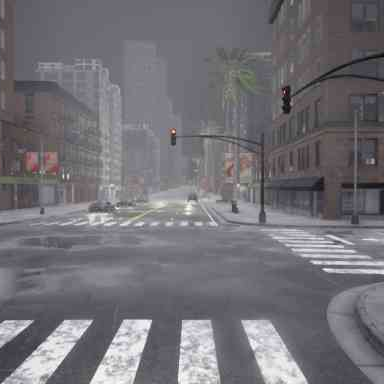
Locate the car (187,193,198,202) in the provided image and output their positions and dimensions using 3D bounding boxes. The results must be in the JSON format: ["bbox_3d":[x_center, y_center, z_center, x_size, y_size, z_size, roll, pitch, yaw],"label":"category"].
[{"bbox_3d":[0.122,1.163,71.965,2.150,2.045,5.566,0,0,0],"label":"car"}]

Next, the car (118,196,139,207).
[{"bbox_3d":[-9.797,1.333,49.970,2.097,1.767,4.553,0,0,0],"label":"car"}]

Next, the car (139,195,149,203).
[{"bbox_3d":[-9.692,1.370,65.527,2.097,1.767,4.553,0,0,0],"label":"car"}]

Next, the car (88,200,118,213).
[{"bbox_3d":[-9.819,1.556,36.182,1.994,1.385,4.181,0,0,0],"label":"car"}]
